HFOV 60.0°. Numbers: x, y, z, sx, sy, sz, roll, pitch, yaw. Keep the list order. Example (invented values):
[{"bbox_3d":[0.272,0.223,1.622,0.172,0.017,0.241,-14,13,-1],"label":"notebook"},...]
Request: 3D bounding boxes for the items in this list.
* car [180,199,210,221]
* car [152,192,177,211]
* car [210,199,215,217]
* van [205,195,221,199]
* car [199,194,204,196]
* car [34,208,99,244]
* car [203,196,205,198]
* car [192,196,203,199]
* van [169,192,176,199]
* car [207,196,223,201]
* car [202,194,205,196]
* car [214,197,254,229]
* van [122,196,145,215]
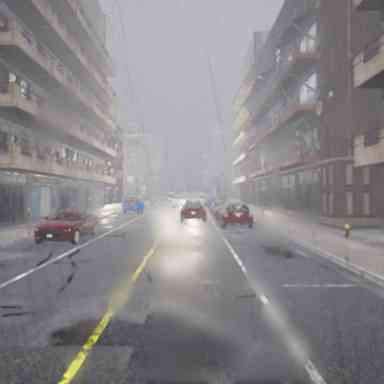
[{"bbox_3d":[0.107,1.479,26.011,1.994,1.385,4.181,0,0,0],"label":"car"},{"bbox_3d":[-3.081,1.091,39.406,2.150,2.045,5.566,0,0,0],"label":"car"},{"bbox_3d":[2.676,1.479,26.781,1.947,1.339,4.313,1,0,0],"label":"car"},{"bbox_3d":[2.683,1.217,38.121,1.690,1.788,3.998,1,0,0],"label":"van"},{"bbox_3d":[2.992,1.239,91.585,2.008,1.369,4.403,1,0,0],"label":"car"},{"bbox_3d":[-5.674,1.494,15.514,1.887,1.381,4.507,1,0,0],"label":"car"},{"bbox_3d":[2.681,1.439,43.792,1.802,1.307,4.206,1,0,0],"label":"car"},{"bbox_3d":[0.111,1.464,41.881,1.895,1.301,4.718,0,0,0],"label":"car"},{"bbox_3d":[-5.556,1.024,93.249,1.690,1.788,3.998,1,0,0],"label":"van"},{"bbox_3d":[2.678,1.419,32.621,1.752,1.417,4.829,1,0,0],"label":"car"},{"bbox_3d":[2.682,1.419,49.463,1.802,1.307,4.206,1,0,0],"label":"car"},{"bbox_3d":[2.676,1.372,21.109,1.967,1.590,4.097,1,0,0],"label":"car"},{"bbox_3d":[-5.666,1.235,32.525,1.690,1.788,3.998,1,0,0],"label":"van"}]
